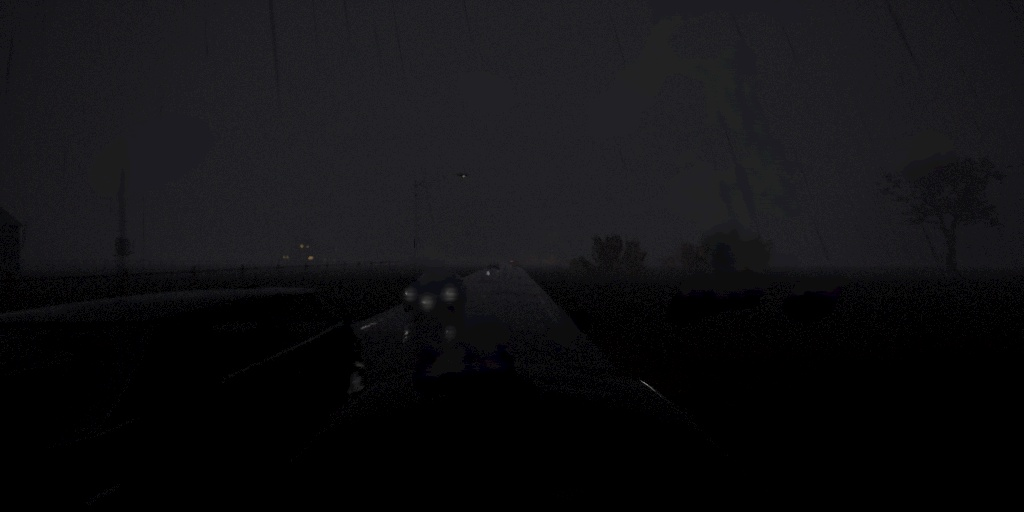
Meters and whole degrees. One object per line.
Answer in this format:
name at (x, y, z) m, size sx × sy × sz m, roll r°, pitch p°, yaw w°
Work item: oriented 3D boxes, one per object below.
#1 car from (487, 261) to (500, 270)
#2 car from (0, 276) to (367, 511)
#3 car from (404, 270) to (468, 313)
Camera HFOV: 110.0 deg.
car at (-2.850, 1.492, 55.833) m, size 1.895 × 1.301 × 4.718 m, roll 0°, pitch 0°, yaw 0°
car at (-2.848, 1.105, 2.563) m, size 2.097 × 1.767 × 4.553 m, roll 0°, pitch 0°, yaw 0°
car at (-2.839, 1.294, 14.295) m, size 1.812 × 1.442 × 4.674 m, roll 0°, pitch 0°, yaw 0°
